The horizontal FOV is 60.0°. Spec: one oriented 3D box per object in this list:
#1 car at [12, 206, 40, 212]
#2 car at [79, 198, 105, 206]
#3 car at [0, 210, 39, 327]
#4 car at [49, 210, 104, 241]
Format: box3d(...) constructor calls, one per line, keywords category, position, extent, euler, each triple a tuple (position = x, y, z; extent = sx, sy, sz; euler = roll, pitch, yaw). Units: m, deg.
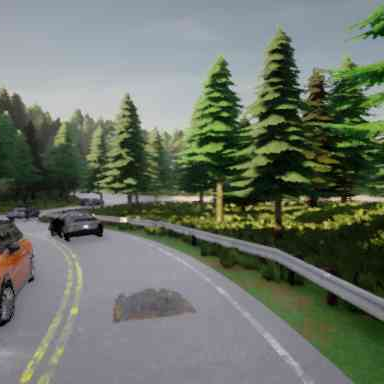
box3d(category="car", position=(-17.336, 2.166, 34.516), extent=(2.033, 1.411, 5.357), euler=(-1, 0, -10))
box3d(category="car", position=(-15.986, 1.629, 53.264), extent=(1.994, 1.385, 4.181), euler=(2, 4, 28))
box3d(category="car", position=(-4.621, 1.465, 6.807), extent=(2.097, 1.767, 4.553), euler=(-2, 0, -18))
box3d(category="car", position=(-6.302, 1.697, 17.842), extent=(1.994, 1.385, 4.181), euler=(-4, 1, -35))
